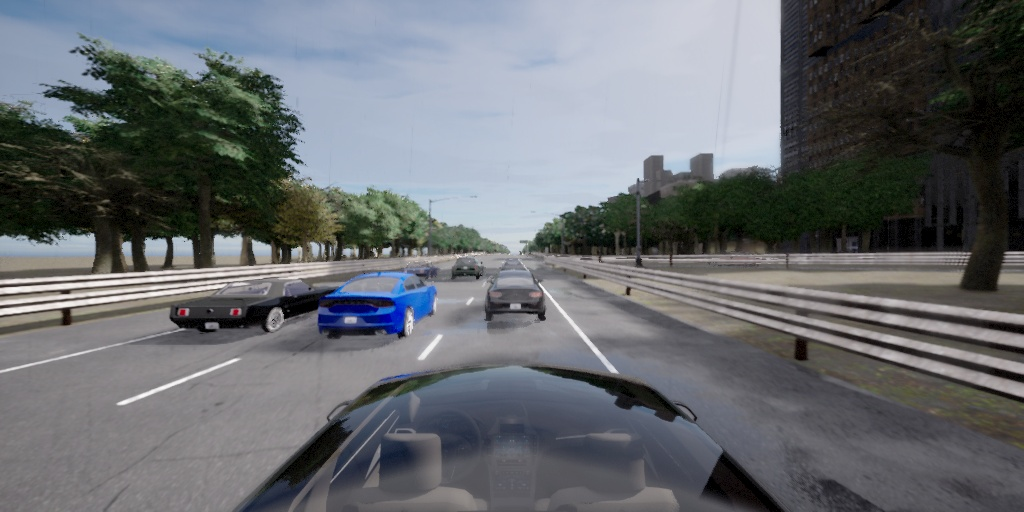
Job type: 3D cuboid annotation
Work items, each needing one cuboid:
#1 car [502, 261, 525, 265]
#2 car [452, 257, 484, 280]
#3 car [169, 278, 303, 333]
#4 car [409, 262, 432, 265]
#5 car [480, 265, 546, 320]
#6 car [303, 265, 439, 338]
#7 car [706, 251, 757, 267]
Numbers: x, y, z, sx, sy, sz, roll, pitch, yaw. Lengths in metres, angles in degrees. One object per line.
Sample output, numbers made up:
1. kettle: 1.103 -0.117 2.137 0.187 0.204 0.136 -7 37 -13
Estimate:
1. car: 0.090 1.055 29.358 1.994 1.385 4.181 0 1 0
2. car: -3.413 0.853 28.370 2.097 1.767 4.553 0 1 0
3. car: -6.904 1.299 10.477 1.895 1.301 4.718 0 1 0
4. car: -6.910 1.112 27.487 1.895 1.301 4.718 0 1 0
5. car: 0.096 1.206 12.221 1.812 1.442 4.674 0 1 0
6. car: -3.404 1.180 10.039 1.882 1.535 5.008 0 1 0
7. car: 23.681 0.302 38.929 2.097 1.767 4.553 0 0 -36
